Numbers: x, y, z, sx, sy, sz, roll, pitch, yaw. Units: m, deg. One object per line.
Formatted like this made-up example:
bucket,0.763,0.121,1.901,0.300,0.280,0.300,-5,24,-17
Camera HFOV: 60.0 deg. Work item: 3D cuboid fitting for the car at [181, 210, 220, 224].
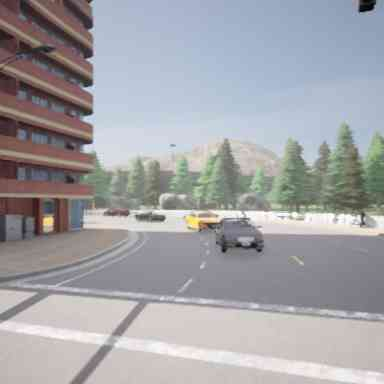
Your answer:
car,0.835,2.759,37.696,2.033,1.411,5.357,0,-2,-29

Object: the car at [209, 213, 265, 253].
car,2.215,1.982,16.280,2.128,1.511,4.902,-1,-2,-1

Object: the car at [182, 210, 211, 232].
car,0.928,2.342,27.173,1.882,1.535,5.008,0,-2,-16

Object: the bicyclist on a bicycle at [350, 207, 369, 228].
bicyclist on a bicycle,12.794,1.972,25.433,1.656,1.620,0.582,-1,-2,-9

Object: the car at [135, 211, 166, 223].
car,-5.006,2.953,39.935,1.895,1.301,4.718,1,-2,-37

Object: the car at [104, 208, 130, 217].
car,-12.796,3.464,56.462,5.008,1.535,1.882,-2,-2,32
